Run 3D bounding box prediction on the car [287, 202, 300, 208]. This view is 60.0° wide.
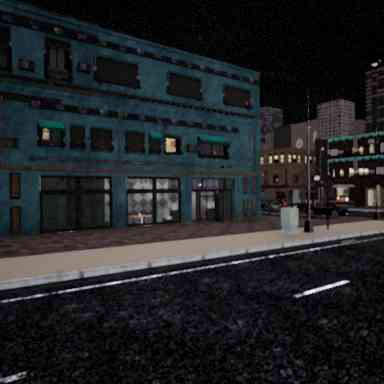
[{"bbox_3d":[15.727,1.733,45.438,2.008,1.369,4.403,-2,0,-35],"label":"car"}]

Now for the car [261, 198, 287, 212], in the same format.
[{"bbox_3d":[9.699,1.628,43.946,2.097,1.767,4.553,-1,0,-35],"label":"car"}]

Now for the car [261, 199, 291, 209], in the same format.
[{"bbox_3d":[12.528,1.827,49.956,1.802,1.307,4.206,-2,0,-35],"label":"car"}]

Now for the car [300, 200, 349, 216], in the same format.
[{"bbox_3d":[13.612,1.754,33.716,1.947,1.339,4.313,-2,0,-35],"label":"car"}]
